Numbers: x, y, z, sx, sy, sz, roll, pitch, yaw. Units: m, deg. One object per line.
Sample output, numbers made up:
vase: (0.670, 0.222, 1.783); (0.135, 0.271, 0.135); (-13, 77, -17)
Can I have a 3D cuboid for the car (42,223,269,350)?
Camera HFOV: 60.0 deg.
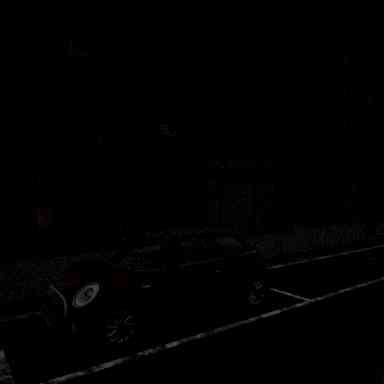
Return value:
car: (-0.530, 1.440, 6.154); (4.097, 1.590, 1.967); (0, 0, -35)
